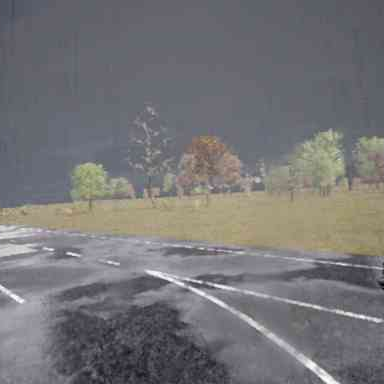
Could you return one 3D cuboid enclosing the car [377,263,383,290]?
[{"bbox_3d":[5.831,1.189,4.853,2.033,1.411,5.357,-4,0,-43],"label":"car"}]
